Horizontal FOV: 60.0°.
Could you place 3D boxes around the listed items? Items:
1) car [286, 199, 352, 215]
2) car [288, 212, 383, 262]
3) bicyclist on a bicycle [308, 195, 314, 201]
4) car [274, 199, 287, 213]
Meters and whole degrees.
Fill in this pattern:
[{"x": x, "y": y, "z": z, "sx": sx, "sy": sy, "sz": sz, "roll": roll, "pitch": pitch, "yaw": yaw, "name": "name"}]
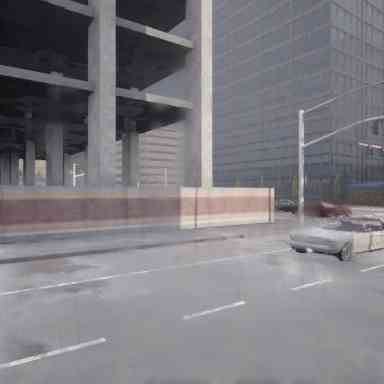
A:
[{"x": 10.738, "y": 1.478, "z": 27.773, "sx": 1.882, "sy": 1.535, "sz": 5.008, "roll": 0, "pitch": 0, "yaw": -36, "name": "car"}, {"x": 5.712, "y": 1.601, "z": 12.163, "sx": 4.718, "sy": 1.301, "sz": 1.895, "roll": 0, "pitch": 0, "yaw": -34, "name": "car"}, {"x": 16.514, "y": 1.301, "z": 46.176, "sx": 1.656, "sy": 1.620, "sz": 0.582, "roll": 0, "pitch": 0, "yaw": -36, "name": "bicyclist on a bicycle"}, {"x": 10.281, "y": 1.491, "z": 34.362, "sx": 2.128, "sy": 1.511, "sz": 4.902, "roll": 0, "pitch": 0, "yaw": -36, "name": "car"}]
